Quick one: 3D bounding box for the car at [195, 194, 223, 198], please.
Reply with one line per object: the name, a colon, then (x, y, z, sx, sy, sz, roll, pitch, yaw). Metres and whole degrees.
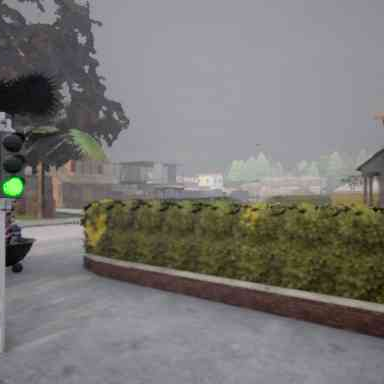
car: (1.407, 1.251, 34.741, 2.150, 2.045, 5.566, 0, 0, 36)

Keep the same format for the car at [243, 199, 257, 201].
car: (7.380, 1.630, 43.100, 1.895, 1.301, 4.718, 0, 0, 36)

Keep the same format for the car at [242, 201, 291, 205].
car: (5.069, 1.365, 17.492, 5.357, 1.415, 2.033, 0, 0, 38)
